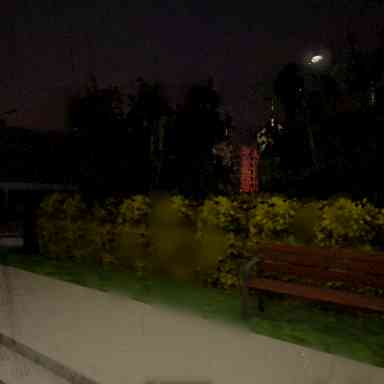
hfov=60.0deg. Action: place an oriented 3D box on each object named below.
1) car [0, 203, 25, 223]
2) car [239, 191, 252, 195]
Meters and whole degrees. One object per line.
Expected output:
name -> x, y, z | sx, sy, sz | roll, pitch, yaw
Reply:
car -> -12.285, 1.420, 22.058 | 2.033, 1.411, 5.357 | 0, 0, 35
car -> 11.848, 0.491, 74.732 | 1.812, 1.442, 4.674 | 0, 0, 35
